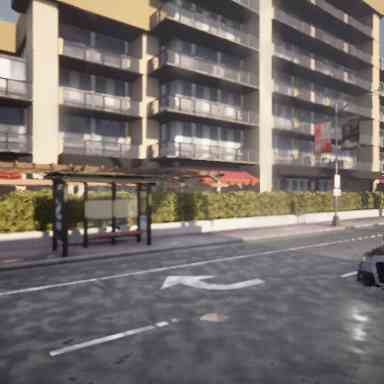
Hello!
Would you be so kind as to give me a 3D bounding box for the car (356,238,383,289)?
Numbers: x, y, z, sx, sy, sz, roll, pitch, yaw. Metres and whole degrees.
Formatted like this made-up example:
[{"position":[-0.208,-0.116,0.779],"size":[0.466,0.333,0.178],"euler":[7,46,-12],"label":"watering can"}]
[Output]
[{"position":[5.817,1.569,8.017],"size":[4.181,1.385,1.994],"euler":[0,0,-35],"label":"car"}]
